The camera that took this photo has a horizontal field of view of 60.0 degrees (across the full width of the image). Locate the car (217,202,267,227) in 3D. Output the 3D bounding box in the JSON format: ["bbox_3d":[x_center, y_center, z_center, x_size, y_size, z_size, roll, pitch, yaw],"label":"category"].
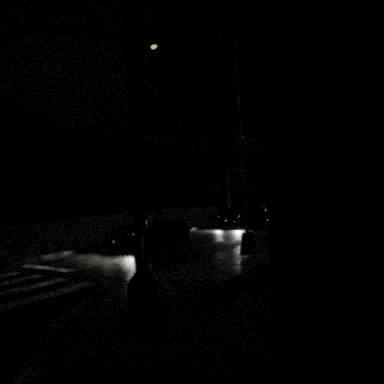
[{"bbox_3d":[3.502,1.494,22.730,1.837,1.490,4.892,-5,-2,36],"label":"car"}]

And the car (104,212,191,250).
[{"bbox_3d":[-1.857,1.688,15.245,1.812,1.442,4.674,-5,-2,34],"label":"car"}]
